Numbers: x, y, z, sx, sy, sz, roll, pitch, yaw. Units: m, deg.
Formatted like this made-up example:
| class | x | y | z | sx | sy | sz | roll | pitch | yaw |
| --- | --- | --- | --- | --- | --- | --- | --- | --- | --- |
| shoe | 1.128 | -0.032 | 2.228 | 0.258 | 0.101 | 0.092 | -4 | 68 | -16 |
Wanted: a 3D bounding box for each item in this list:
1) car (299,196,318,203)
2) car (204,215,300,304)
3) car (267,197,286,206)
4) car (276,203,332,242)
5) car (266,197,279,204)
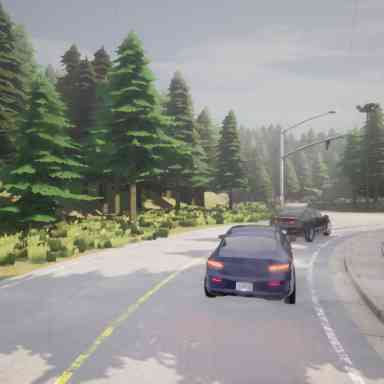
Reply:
| class | x | y | z | sx | sy | sz | roll | pitch | yaw |
| --- | --- | --- | --- | --- | --- | --- | --- | --- | --- |
| car | 23.025 | 1.526 | 65.718 | 4.902 | 1.511 | 2.128 | 0 | 0 | -40 |
| car | 1.541 | 1.526 | 8.166 | 1.812 | 1.442 | 4.674 | 0 | 0 | 15 |
| car | 14.190 | 1.552 | 55.509 | 1.812 | 1.442 | 4.674 | 0 | 0 | 30 |
| car | 5.467 | 1.505 | 16.535 | 1.837 | 1.490 | 4.892 | 0 | 0 | 37 |
| car | 11.039 | 1.532 | 44.306 | 1.837 | 1.490 | 4.892 | 0 | 0 | 5 |
